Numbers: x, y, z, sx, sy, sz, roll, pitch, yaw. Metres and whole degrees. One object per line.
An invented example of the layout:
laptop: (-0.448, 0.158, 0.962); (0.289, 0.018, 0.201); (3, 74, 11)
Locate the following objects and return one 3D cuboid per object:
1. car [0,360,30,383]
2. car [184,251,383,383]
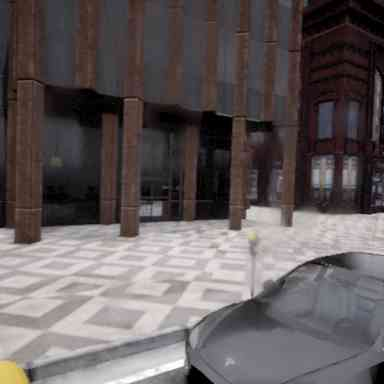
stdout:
car: (-2.880, 1.374, 0.756); (4.829, 1.417, 1.752); (1, 2, -33)
car: (1.982, 1.492, 3.928); (4.313, 1.339, 1.947); (1, 2, -33)
